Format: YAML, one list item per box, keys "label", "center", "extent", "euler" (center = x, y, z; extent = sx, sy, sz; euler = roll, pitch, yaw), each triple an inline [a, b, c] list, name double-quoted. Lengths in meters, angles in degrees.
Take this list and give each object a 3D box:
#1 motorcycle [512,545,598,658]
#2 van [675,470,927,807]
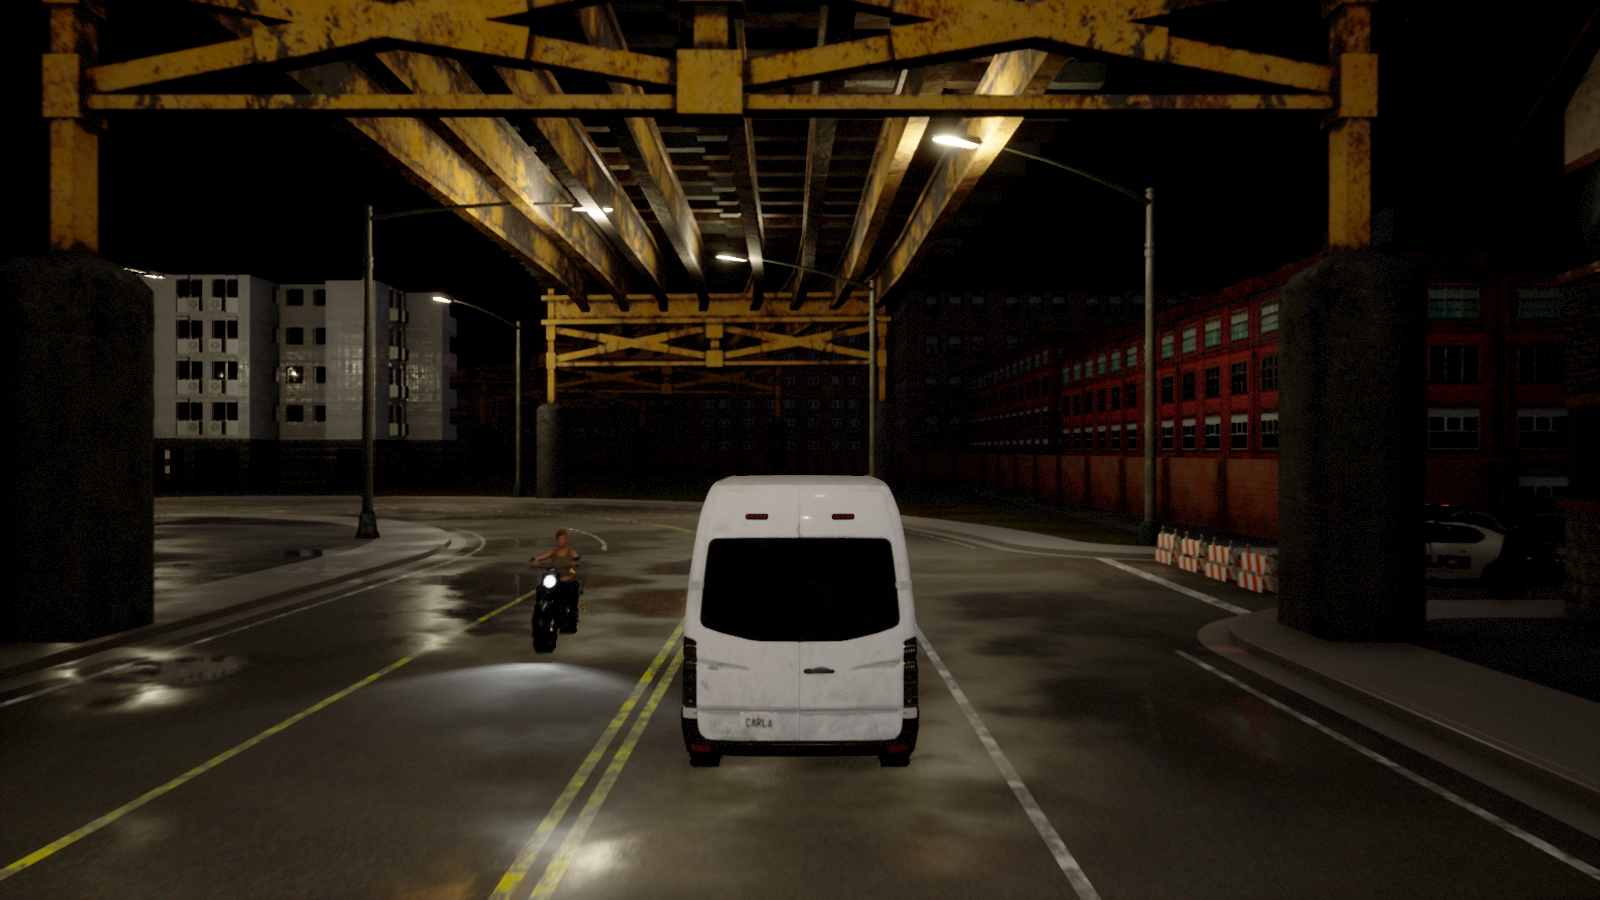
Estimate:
- label: "motorcycle"
  center: [-3.523, 2.146, 16.637]
  extent: [0.764, 1.332, 2.356]
  euler: [0, 0, 0]
- label: "van"
  center: [0.011, 1.537, 11.985]
  extent: [1.988, 2.561, 5.915]
  euler: [0, 0, 0]
